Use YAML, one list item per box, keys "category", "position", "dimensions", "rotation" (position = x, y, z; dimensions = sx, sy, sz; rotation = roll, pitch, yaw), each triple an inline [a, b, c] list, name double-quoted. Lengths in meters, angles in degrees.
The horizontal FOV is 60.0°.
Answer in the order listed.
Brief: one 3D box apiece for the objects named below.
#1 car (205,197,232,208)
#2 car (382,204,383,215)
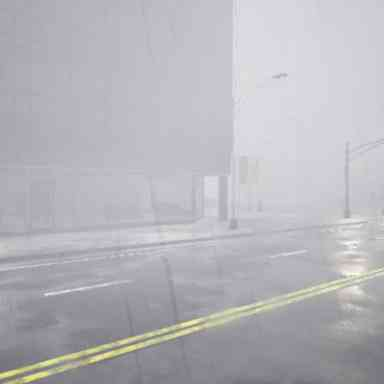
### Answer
- category: "car"
  position: [3.576, 1.505, 46.762]
  dimensions: [2.128, 1.511, 4.902]
  rotation: [0, 1, -36]
- category: "car"
  position: [18.230, 1.324, 26.389]
  dimensions: [2.150, 2.045, 5.566]
  rotation: [0, 0, -36]
